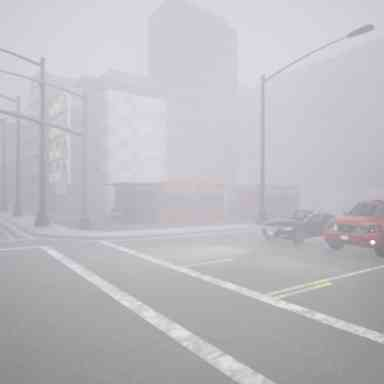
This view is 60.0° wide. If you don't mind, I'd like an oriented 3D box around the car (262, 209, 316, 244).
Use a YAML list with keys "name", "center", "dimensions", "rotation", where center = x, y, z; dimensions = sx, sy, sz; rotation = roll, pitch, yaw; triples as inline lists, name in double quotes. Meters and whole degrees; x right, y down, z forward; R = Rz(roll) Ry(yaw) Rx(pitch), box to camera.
- name: "car"
  center: [5.568, 1.633, 16.525]
  dimensions: [4.902, 1.511, 2.128]
  rotation: [1, -1, -35]

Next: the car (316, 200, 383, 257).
- name: "car"
  center: [7.904, 1.371, 13.895]
  dimensions: [5.566, 2.045, 2.150]
  rotation: [1, -1, -35]

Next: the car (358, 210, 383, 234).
- name: "car"
  center: [13.118, 1.892, 21.905]
  dimensions: [4.718, 1.301, 1.895]
  rotation: [1, -1, -35]
